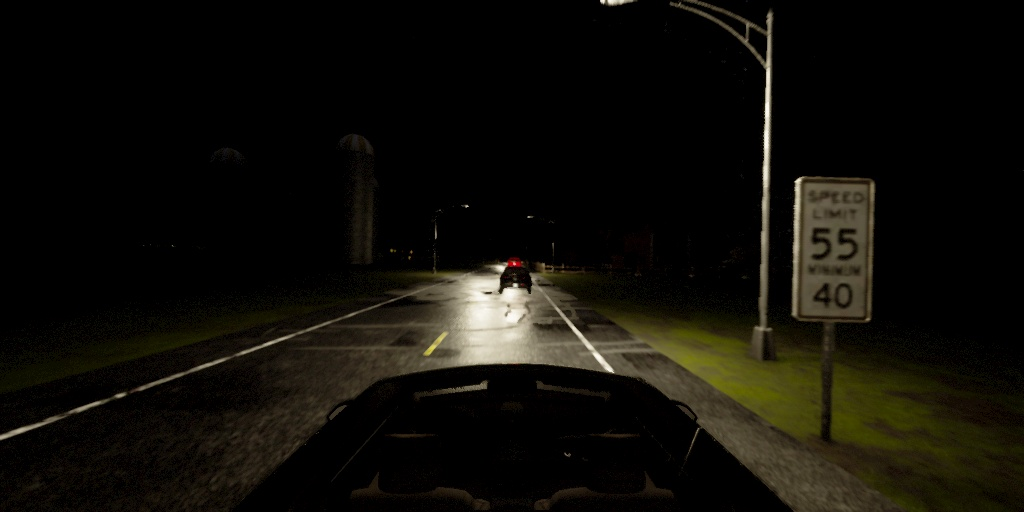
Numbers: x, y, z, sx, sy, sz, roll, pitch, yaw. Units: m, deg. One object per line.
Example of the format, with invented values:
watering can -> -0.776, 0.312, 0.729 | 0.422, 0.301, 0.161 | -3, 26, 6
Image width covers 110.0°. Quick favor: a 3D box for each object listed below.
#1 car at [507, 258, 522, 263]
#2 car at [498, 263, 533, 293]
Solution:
car -> 0.371, 1.327, 56.586 | 2.150, 2.045, 5.566 | 2, 0, 0
car -> 0.208, 1.370, 21.870 | 1.837, 1.490, 4.892 | 2, 0, 0
